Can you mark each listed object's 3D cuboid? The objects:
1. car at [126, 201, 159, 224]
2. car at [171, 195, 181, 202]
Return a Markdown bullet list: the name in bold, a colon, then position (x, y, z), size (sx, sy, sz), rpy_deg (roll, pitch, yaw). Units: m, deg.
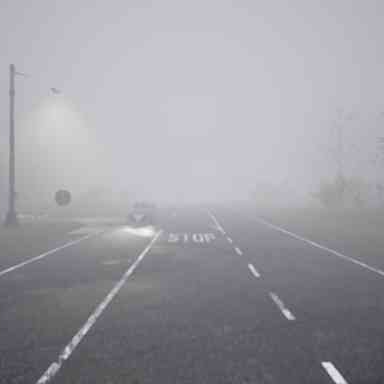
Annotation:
- **car**: position (-3.483, 1.452, 24.136), size (2.128, 1.511, 4.902), rpy_deg (0, 0, 0)
- **car**: position (-3.408, 1.409, 72.665), size (1.994, 1.385, 4.181), rpy_deg (0, 0, 0)
